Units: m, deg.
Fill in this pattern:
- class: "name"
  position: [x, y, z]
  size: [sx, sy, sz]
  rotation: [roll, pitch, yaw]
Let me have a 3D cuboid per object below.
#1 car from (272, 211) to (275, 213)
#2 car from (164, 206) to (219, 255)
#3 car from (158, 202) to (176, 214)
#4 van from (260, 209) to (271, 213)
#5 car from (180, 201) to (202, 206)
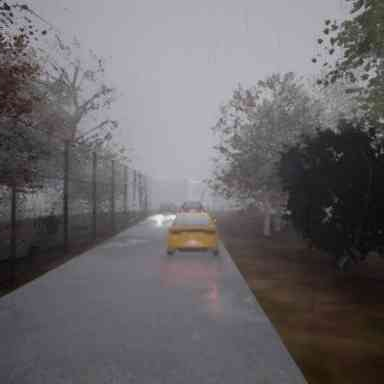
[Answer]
- class: "car"
  position: [17.548, 4.636, 70.768]
  size: [2.435, 2.045, 5.566]
  rotation: [0, -1, -18]
- class: "car"
  position: [0.051, 1.559, 13.772]
  size: [1.882, 1.535, 5.008]
  rotation: [0, 0, 0]
- class: "car"
  position: [-2.800, 1.825, 37.929]
  size: [1.895, 1.301, 4.718]
  rotation: [0, 0, 1]
- class: "van"
  position: [14.536, 4.663, 70.992]
  size: [1.878, 1.987, 4.442]
  rotation: [0, 0, -18]
- class: "car"
  position: [0.036, 1.514, 27.401]
  size: [2.097, 1.767, 4.553]
  rotation: [0, 0, 0]
